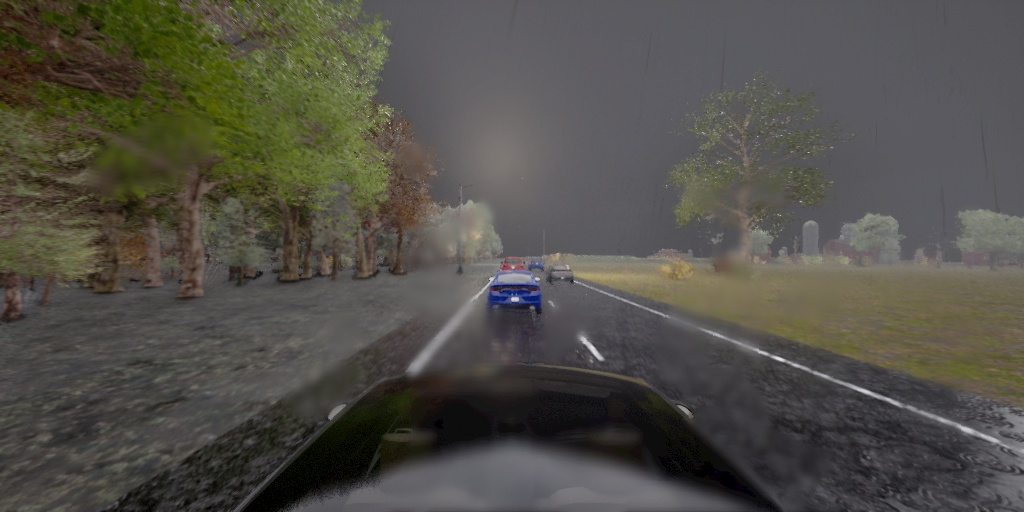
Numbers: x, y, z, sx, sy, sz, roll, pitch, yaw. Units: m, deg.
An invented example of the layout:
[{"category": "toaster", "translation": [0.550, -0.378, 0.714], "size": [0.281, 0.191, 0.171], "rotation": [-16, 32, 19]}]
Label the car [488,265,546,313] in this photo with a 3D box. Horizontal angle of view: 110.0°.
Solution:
[{"category": "car", "translation": [0.101, 1.289, 14.410], "size": [1.882, 1.535, 5.008], "rotation": [0, 0, 0]}]

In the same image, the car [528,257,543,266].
[{"category": "car", "translation": [3.601, 1.208, 54.240], "size": [2.150, 2.045, 5.566], "rotation": [0, 0, 0]}]

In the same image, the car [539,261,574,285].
[{"category": "car", "translation": [3.597, 1.368, 27.854], "size": [2.128, 1.511, 4.902], "rotation": [0, 0, 0]}]

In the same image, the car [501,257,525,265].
[{"category": "car", "translation": [0.101, 1.131, 35.304], "size": [2.150, 2.045, 5.566], "rotation": [0, 0, 0]}]
